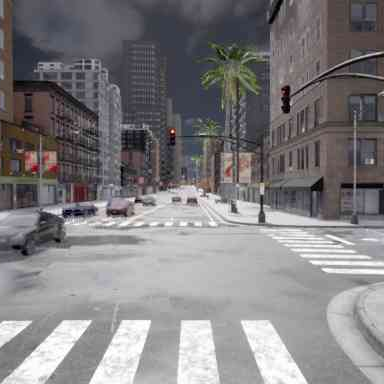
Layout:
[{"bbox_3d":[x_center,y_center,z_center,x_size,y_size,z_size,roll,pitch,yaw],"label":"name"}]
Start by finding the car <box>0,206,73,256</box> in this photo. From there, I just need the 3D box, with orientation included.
[{"bbox_3d":[-6.606,1.511,13.321,1.812,1.442,4.674,0,1,0],"label":"car"}]

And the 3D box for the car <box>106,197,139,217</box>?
[{"bbox_3d":[-6.631,1.469,31.188,1.882,1.535,5.008,0,0,1],"label":"car"}]

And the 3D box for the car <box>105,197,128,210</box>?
[{"bbox_3d":[-9.899,1.462,44.094,1.882,1.535,5.008,0,0,0],"label":"car"}]

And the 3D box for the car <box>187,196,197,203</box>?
[{"bbox_3d":[-0.008,1.499,71.338,1.994,1.385,4.181,0,0,0],"label":"car"}]

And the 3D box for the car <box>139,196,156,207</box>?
[{"bbox_3d":[-6.647,1.480,51.956,1.837,1.490,4.892,0,0,0],"label":"car"}]

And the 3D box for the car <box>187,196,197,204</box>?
[{"bbox_3d":[0.032,1.438,61.296,1.882,1.535,5.008,0,0,0],"label":"car"}]

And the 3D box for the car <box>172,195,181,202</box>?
[{"bbox_3d":[-3.248,1.436,70.870,2.128,1.511,4.902,0,0,0],"label":"car"}]

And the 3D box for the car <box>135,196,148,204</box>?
[{"bbox_3d":[-9.831,1.553,64.867,1.895,1.301,4.718,0,0,0],"label":"car"}]

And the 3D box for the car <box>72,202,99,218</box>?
[{"bbox_3d":[-9.884,1.592,29.754,1.895,1.301,4.718,0,0,0],"label":"car"}]
